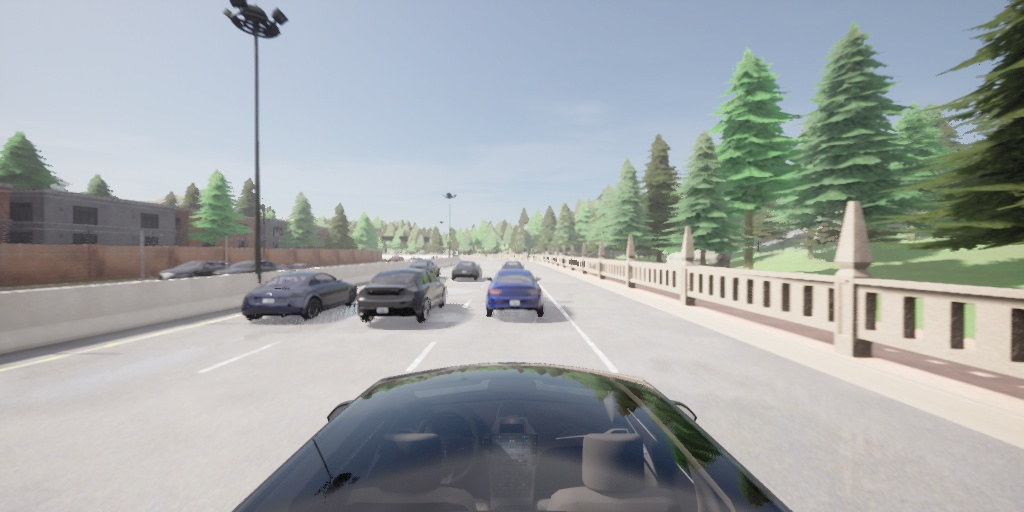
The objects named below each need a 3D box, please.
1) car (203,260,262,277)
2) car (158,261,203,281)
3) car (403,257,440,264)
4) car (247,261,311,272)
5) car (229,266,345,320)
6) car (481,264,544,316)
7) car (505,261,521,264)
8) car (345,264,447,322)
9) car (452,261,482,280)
[{"bbox_3d":[-17.610,1.060,24.095,1.837,1.490,4.892,0,0,0],"label":"car"},{"bbox_3d":[-21.109,1.046,24.367,2.128,1.511,4.902,0,1,0],"label":"car"},{"bbox_3d":[-6.928,1.041,28.214,1.812,1.442,4.674,0,1,0],"label":"car"},{"bbox_3d":[-14.111,1.166,22.907,1.895,1.301,4.718,0,1,0],"label":"car"},{"bbox_3d":[-6.909,1.223,12.183,1.994,1.385,4.181,0,1,0],"label":"car"},{"bbox_3d":[0.079,1.178,12.719,1.812,1.442,4.674,0,0,0],"label":"car"},{"bbox_3d":[0.083,1.080,27.976,1.994,1.385,4.181,0,1,0],"label":"car"},{"bbox_3d":[-3.408,1.165,11.866,1.837,1.490,4.892,0,0,0],"label":"car"},{"bbox_3d":[-3.417,1.083,27.685,1.994,1.385,4.181,0,1,0],"label":"car"}]
